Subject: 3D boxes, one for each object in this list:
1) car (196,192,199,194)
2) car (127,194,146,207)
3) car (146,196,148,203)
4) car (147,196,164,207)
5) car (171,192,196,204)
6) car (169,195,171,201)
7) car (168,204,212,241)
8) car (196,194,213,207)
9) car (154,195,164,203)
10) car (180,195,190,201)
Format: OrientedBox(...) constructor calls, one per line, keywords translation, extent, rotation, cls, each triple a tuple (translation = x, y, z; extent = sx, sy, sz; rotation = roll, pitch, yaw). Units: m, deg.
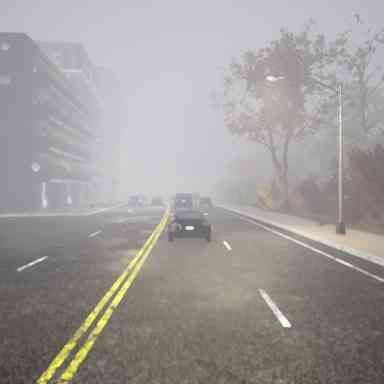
OrientedBox(translation=(0.360, 1.080, 62.529), extent=(2.150, 2.045, 5.566), rotation=(0, 0, -5), cls="car")
OrientedBox(translation=(-8.492, 1.251, 49.622), extent=(2.097, 1.767, 4.553), rotation=(0, 0, -4), cls="car")
OrientedBox(translation=(-9.836, 1.209, 66.016), extent=(2.097, 1.767, 4.553), rotation=(0, 0, -5), cls="car")
OrientedBox(translation=(-5.262, 1.460, 50.002), extent=(1.994, 1.385, 4.181), rotation=(0, 0, -4), cls="car")
OrientedBox(translation=(-1.094, 1.141, 38.912), extent=(2.150, 2.045, 5.566), rotation=(0, 0, -3), cls="car")
OrientedBox(translation=(-4.144, 1.306, 74.225), extent=(1.882, 1.535, 5.008), rotation=(0, 0, -6), cls="car")
OrientedBox(translation=(-0.152, 1.532, 16.448), extent=(1.994, 1.385, 4.181), rotation=(0, 0, -1), cls="car")
OrientedBox(translation=(1.718, 1.404, 45.863), extent=(1.837, 1.490, 4.892), rotation=(0, 0, -3), cls="car")
OrientedBox(translation=(-6.622, 1.409, 66.550), extent=(1.994, 1.385, 4.181), rotation=(0, 0, -5), cls="car")
OrientedBox(translation=(-1.690, 1.357, 81.366), extent=(1.994, 1.385, 4.181), rotation=(0, 0, -7), cls="car")
